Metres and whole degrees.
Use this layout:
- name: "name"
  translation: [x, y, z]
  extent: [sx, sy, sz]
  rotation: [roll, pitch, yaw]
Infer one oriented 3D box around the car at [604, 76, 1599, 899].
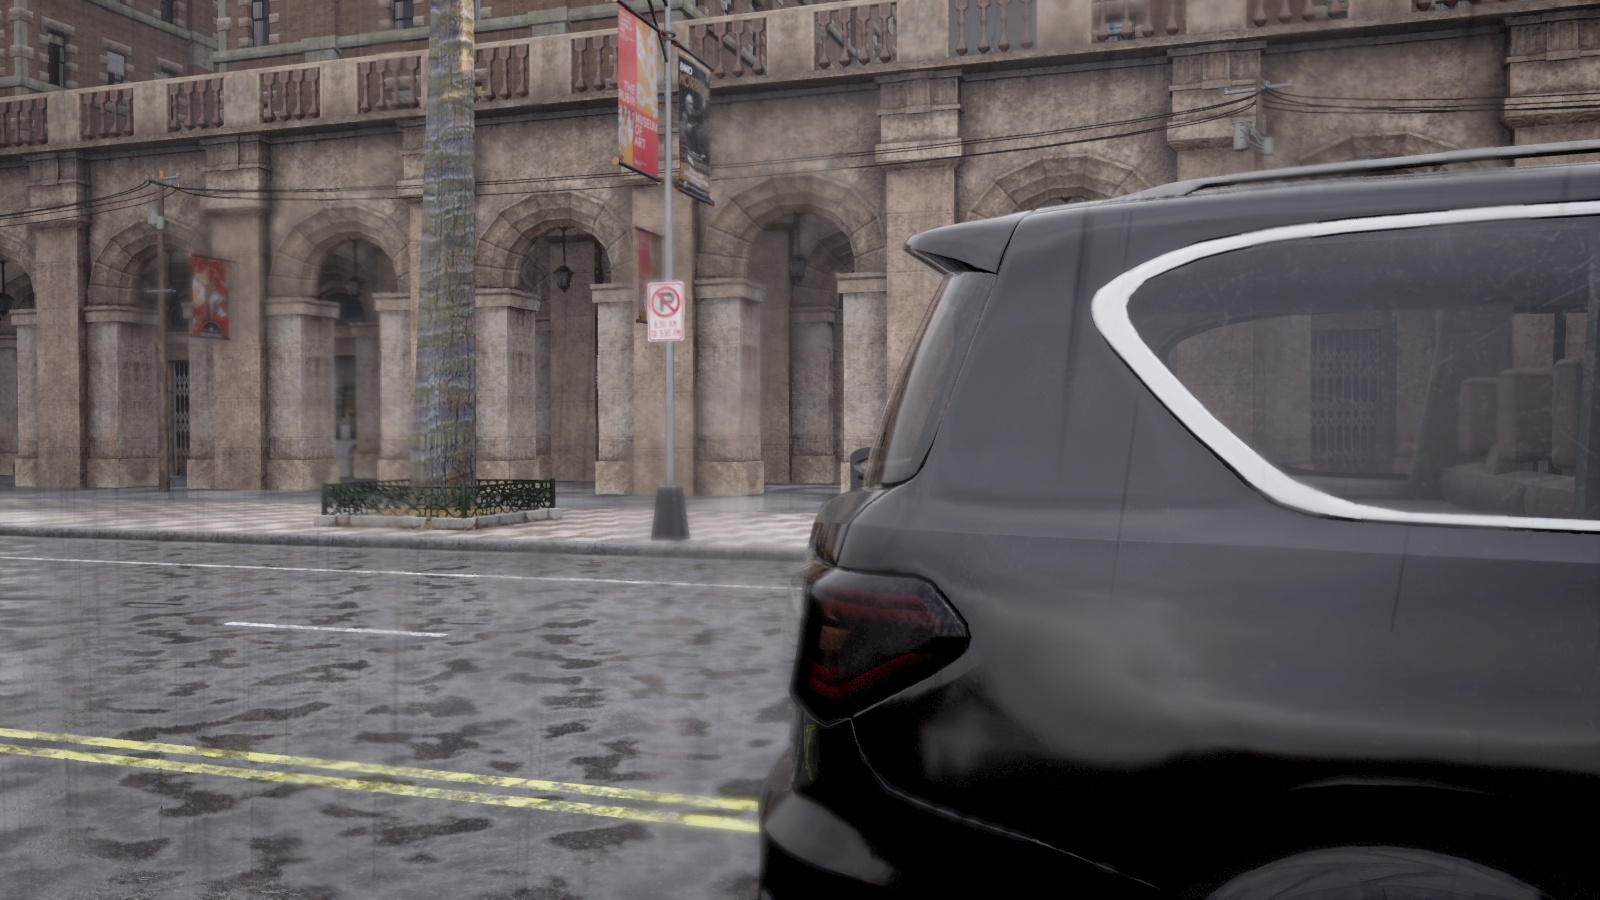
- name: "car"
  translation: [2.642, 0.519, 2.301]
  extent: [5.566, 2.045, 2.150]
  rotation: [1, 1, 19]
